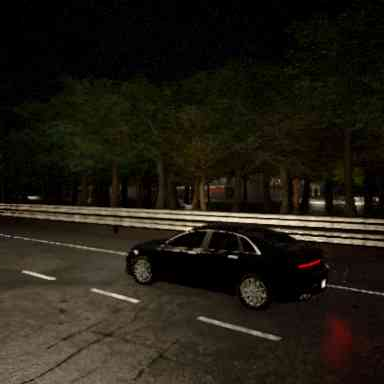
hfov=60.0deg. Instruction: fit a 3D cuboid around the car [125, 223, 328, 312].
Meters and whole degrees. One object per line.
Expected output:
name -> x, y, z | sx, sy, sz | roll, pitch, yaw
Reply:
car -> 0.545, 1.506, 7.781 | 4.892, 1.490, 1.837 | 0, 0, 36
